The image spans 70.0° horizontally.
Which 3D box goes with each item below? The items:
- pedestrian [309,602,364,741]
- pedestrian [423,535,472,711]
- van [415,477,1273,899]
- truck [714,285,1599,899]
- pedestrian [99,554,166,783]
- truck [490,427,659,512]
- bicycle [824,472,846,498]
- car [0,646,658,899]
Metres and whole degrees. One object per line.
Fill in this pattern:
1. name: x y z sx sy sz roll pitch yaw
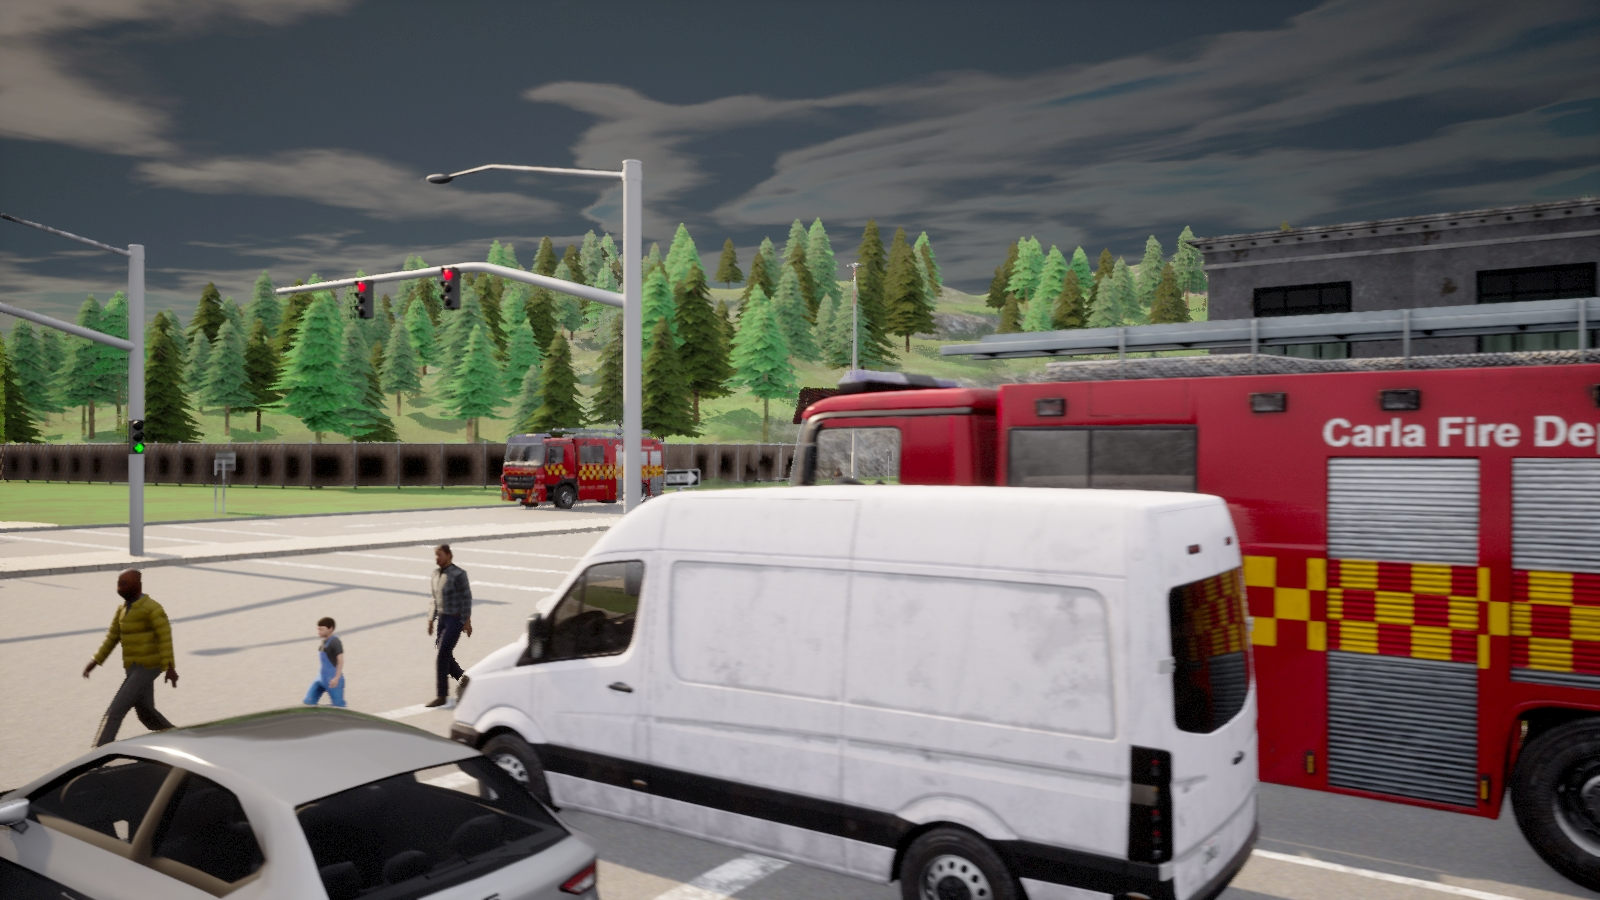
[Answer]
1. pedestrian: -4.681 2.222 11.541 0.375 1.300 0.375 0 0 36
2. pedestrian: -3.889 1.885 12.607 0.375 1.860 0.375 0 0 38
3. van: -0.020 1.535 8.068 5.915 2.561 1.988 0 0 35
4. truck: 3.459 0.891 9.904 8.468 3.827 2.891 0 0 35
5. pedestrian: -5.723 1.850 9.801 0.375 1.860 0.375 0 0 35
6. truck: -10.904 0.890 56.253 2.891 3.827 8.468 0 0 36
7. bicycle: 2.105 2.060 67.995 0.329 1.471 1.835 0 0 35
8. car: -2.905 2.065 5.823 4.193 1.474 1.816 0 0 35
